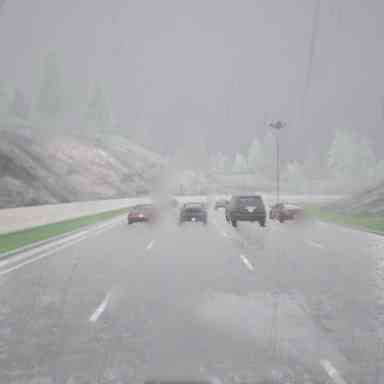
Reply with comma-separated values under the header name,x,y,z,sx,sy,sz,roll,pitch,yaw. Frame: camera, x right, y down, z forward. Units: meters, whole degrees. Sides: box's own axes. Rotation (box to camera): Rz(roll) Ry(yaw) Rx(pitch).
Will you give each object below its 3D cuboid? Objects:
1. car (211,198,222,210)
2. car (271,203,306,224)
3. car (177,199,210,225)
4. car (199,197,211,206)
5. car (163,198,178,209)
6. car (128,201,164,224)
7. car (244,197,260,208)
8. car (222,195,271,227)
name,x,y,z,sx,sy,sz,roll,pitch,yaw
car,4.018,1.528,43.376,2.033,1.411,5.357,0,0,7
car,7.081,1.515,24.858,1.812,1.442,4.674,0,0,0
car,0.094,1.494,23.787,1.837,1.490,4.892,0,0,0
car,1.789,1.504,49.849,1.812,1.442,4.674,0,0,15
car,-2.921,1.527,44.964,2.033,1.411,5.357,0,0,7
car,-3.406,1.553,24.370,1.994,1.385,4.181,0,0,0
car,8.938,1.542,49.499,1.994,1.385,4.181,0,0,16
car,3.596,1.211,23.008,2.150,2.045,5.566,0,0,0
